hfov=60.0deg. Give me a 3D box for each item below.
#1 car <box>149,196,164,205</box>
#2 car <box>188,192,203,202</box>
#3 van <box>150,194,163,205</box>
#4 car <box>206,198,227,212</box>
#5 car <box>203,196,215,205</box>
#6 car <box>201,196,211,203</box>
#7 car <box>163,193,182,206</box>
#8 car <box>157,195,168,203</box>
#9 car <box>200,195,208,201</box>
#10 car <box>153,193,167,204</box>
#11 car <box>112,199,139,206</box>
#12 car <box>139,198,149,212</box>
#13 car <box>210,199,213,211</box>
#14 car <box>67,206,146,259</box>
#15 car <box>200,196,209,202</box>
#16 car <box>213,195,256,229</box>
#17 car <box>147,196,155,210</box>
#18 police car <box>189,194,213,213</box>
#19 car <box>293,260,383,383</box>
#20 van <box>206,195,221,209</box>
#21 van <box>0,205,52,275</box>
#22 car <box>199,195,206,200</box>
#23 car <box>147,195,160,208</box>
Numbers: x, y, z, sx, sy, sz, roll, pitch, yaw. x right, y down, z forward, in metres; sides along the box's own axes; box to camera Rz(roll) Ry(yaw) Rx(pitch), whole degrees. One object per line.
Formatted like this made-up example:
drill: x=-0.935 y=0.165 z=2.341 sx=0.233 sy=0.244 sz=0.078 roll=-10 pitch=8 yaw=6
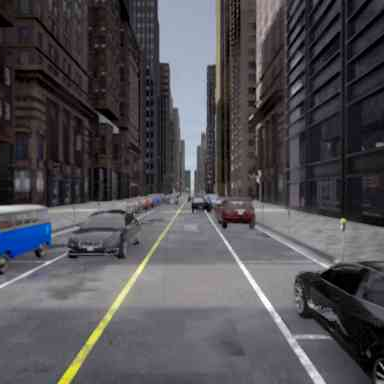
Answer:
car: x=-5.759 y=1.443 z=55.031 sx=2.008 sy=1.369 sz=4.403 roll=0 pitch=0 yaw=0
car: x=0.902 y=1.257 z=46.523 sx=2.097 sy=1.767 sz=4.553 roll=0 pitch=0 yaw=0
van: x=-5.760 y=1.242 z=49.412 sx=1.690 sy=1.788 sz=3.998 roll=0 pitch=0 yaw=0
car: x=2.765 y=1.471 z=38.186 sx=2.008 sy=1.369 sz=4.403 roll=0 pitch=0 yaw=0
car: x=2.766 y=1.417 z=55.212 sx=1.752 sy=1.417 sz=4.829 roll=0 pitch=0 yaw=0
car: x=2.767 y=1.455 z=66.280 sx=1.802 sy=1.307 sz=4.206 roll=0 pitch=0 yaw=0
car: x=-3.072 y=1.387 z=52.806 sx=2.128 sy=1.511 sz=4.902 roll=0 pitch=0 yaw=0
car: x=-5.759 y=1.399 z=66.098 sx=1.752 sy=1.417 sz=4.829 roll=0 pitch=0 yaw=0
car: x=2.767 y=1.381 z=77.687 sx=1.752 sy=1.417 sz=4.829 roll=0 pitch=0 yaw=0
car: x=-5.759 y=1.198 z=60.649 sx=2.192 sy=1.841 sz=5.009 roll=0 pitch=0 yaw=0
car: x=-5.761 y=1.467 z=26.768 sx=1.752 sy=1.417 sz=4.829 roll=0 pitch=0 yaw=0
car: x=-5.761 y=1.481 z=32.563 sx=2.008 sy=1.369 sz=4.403 roll=0 pitch=0 yaw=0
car: x=2.764 y=1.492 z=26.948 sx=2.008 sy=1.369 sz=4.403 roll=0 pitch=0 yaw=0
car: x=-3.100 y=1.475 z=12.541 sx=1.837 sy=1.490 sz=4.892 roll=0 pitch=0 yaw=0
car: x=2.767 y=1.446 z=71.898 sx=1.802 sy=1.307 sz=4.206 roll=0 pitch=0 yaw=0
car: x=2.764 y=1.267 z=21.330 sx=2.192 sy=1.841 sz=5.009 roll=0 pitch=0 yaw=0
car: x=-5.760 y=1.465 z=38.175 sx=1.887 sy=1.381 sz=4.507 roll=0 pitch=0 yaw=0
police car: x=0.902 y=1.348 z=36.663 sx=1.930 sy=1.638 sz=5.238 roll=0 pitch=0 yaw=0
car: x=2.763 y=1.555 z=4.473 sx=1.947 sy=1.339 sz=4.313 roll=0 pitch=0 yaw=0
van: x=2.765 y=1.252 z=43.804 sx=1.690 sy=1.788 sz=3.998 roll=0 pitch=0 yaw=0
van: x=-5.762 y=1.317 z=10.084 sx=1.690 sy=1.788 sz=3.998 roll=0 pitch=0 yaw=0
car: x=2.768 y=1.409 z=88.755 sx=1.947 sy=1.339 sz=4.313 roll=0 pitch=0 yaw=0
car: x=-5.760 y=1.455 z=43.794 sx=1.887 sy=1.381 sz=4.507 roll=0 pitch=0 yaw=0
